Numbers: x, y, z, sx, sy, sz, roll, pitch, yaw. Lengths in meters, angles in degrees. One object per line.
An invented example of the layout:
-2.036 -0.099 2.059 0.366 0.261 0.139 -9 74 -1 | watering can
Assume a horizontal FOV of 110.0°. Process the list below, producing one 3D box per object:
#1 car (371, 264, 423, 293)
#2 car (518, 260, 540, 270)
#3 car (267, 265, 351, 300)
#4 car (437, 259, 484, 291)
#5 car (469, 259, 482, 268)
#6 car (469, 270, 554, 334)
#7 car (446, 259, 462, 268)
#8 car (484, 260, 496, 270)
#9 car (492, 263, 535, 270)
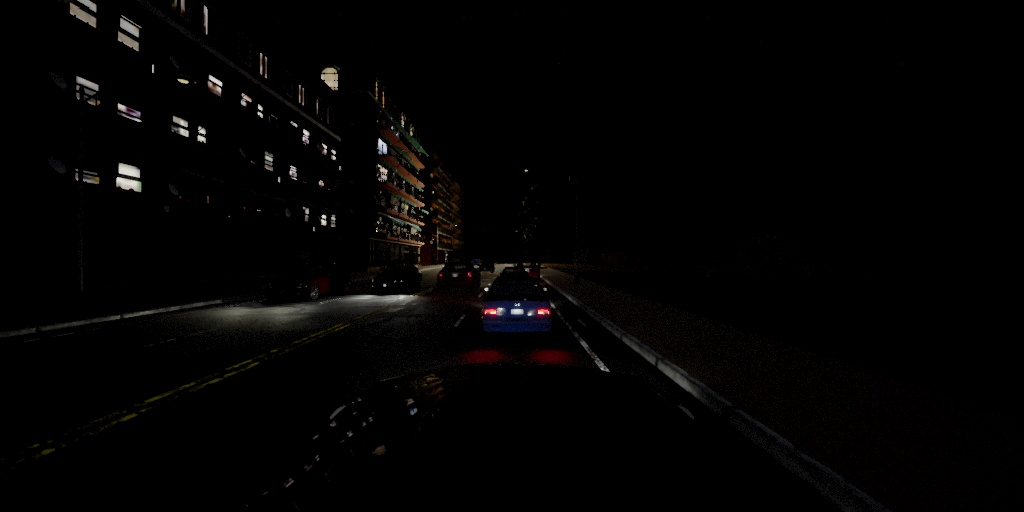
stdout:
-6.577 1.258 20.951 1.837 1.490 4.892 0 0 0 | car
1.173 1.104 29.839 2.097 1.767 4.553 0 0 0 | car
-9.830 1.230 17.807 1.882 1.535 5.008 0 0 0 | car
-3.126 1.103 21.797 2.097 1.767 4.553 0 0 0 | car
-6.476 1.277 63.863 1.812 1.442 4.674 0 0 1 | car
0.112 1.299 10.570 2.033 1.411 5.357 0 0 0 | car
-9.747 1.229 60.868 1.882 1.535 5.008 0 0 0 | car
-3.096 1.242 43.705 2.128 1.511 4.902 0 0 0 | car
0.118 1.317 20.904 1.994 1.385 4.181 0 0 1 | car
